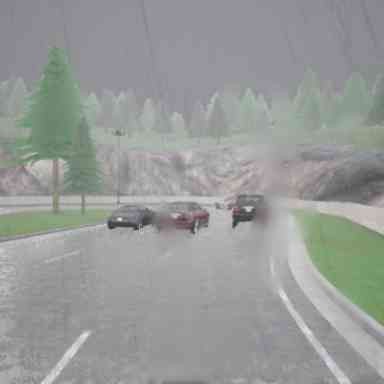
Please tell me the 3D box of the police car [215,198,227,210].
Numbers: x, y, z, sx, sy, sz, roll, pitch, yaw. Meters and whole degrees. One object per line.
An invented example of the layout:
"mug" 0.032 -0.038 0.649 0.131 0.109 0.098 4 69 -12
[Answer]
"police car" 4.408 1.413 39.294 2.038 1.542 4.974 0 0 -22

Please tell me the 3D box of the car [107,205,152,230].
"car" -3.550 1.510 20.690 1.994 1.385 4.181 0 0 15

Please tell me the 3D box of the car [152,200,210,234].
"car" -0.348 1.305 19.147 2.097 1.767 4.553 0 0 15

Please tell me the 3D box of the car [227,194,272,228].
"car" 4.034 1.170 22.035 2.150 2.045 5.566 0 0 16
